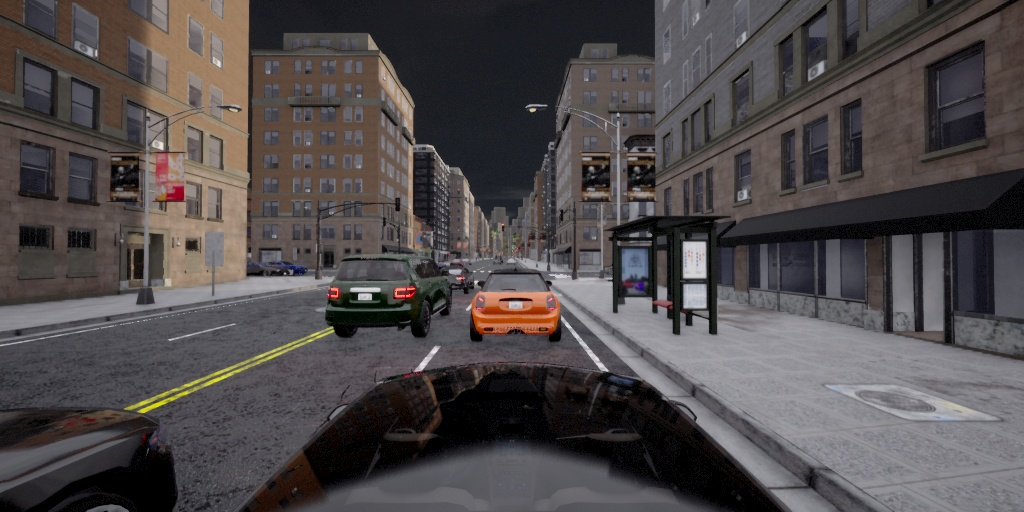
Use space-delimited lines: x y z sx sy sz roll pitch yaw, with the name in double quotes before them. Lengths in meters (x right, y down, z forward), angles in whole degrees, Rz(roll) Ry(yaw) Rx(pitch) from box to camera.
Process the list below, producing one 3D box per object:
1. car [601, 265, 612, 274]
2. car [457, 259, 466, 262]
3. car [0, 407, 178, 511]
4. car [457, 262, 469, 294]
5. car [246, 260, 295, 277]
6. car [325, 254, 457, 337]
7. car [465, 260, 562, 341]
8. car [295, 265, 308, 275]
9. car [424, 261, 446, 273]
"car" 12.627 1.442 42.166 4.181 1.385 1.994 0 -1 0
"car" -9.956 1.245 64.332 1.882 1.535 5.008 0 0 0
"car" -3.144 1.241 0.363 2.128 1.511 4.902 0 0 0
"car" -3.199 1.282 20.108 1.812 1.442 4.674 0 0 0
"car" -22.918 1.175 32.008 5.357 1.411 2.033 0 -1 0
"car" -3.171 0.974 10.401 2.150 2.045 5.566 0 0 0
"car" 0.080 1.104 10.015 2.097 1.767 4.553 0 0 0
"car" -22.788 1.149 35.258 5.008 1.535 1.882 0 -1 0
"car" -9.951 1.391 46.766 1.895 1.301 4.718 0 1 0
